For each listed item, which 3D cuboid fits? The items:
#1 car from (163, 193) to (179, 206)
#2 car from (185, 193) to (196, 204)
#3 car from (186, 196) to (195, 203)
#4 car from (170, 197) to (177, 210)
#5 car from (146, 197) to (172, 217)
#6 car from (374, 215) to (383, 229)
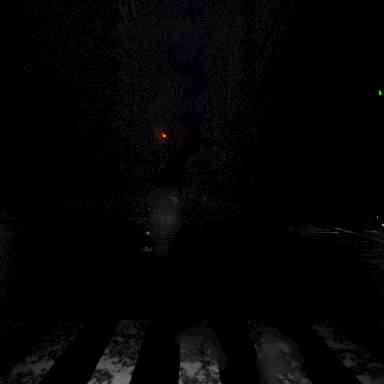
[{"bbox_3d":[-3.286,1.211,52.200,2.150,2.045,5.566,0,0,0],"label":"car"},{"bbox_3d":[-0.121,1.480,62.628,2.128,1.511,4.902,0,0,0],"label":"car"},{"bbox_3d":[-0.242,1.584,73.075,1.895,1.301,4.718,0,0,0],"label":"car"},{"bbox_3d":[-3.261,1.592,41.610,1.895,1.301,4.718,0,0,0],"label":"car"},{"bbox_3d":[-3.221,1.518,31.650,1.812,1.442,4.674,0,0,-1],"label":"car"},{"bbox_3d":[13.487,1.653,19.654,4.718,1.301,1.895,0,1,0],"label":"car"}]
